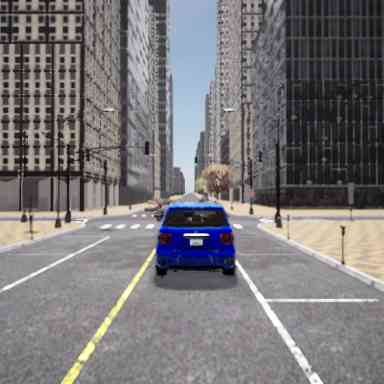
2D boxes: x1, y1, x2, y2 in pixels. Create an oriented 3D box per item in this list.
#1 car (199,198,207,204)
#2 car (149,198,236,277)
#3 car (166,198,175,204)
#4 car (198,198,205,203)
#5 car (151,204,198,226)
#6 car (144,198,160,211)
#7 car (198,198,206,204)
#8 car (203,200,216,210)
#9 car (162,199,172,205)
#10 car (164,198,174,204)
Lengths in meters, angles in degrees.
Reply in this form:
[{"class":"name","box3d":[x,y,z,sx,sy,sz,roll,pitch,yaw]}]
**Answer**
[{"class":"car","box3d":[2.680,2.288,82.178,1.887,1.381,4.507,0,0,0]},{"class":"car","box3d":[0.096,1.335,10.772,2.150,2.045,5.566,0,0,0]},{"class":"car","box3d":[-5.701,2.337,87.857,2.008,1.369,4.403,0,0,0]},{"class":"car","box3d":[2.678,2.352,93.698,1.752,1.417,4.829,0,0,0]},{"class":"car","box3d":[-1.531,1.765,26.988,2.128,1.511,4.902,1,-1,-25]},{"class":"car","box3d":[-5.824,1.992,47.958,1.752,1.417,4.829,0,-1,0]},{"class":"car","box3d":[2.679,2.336,87.852,2.008,1.369,4.403,0,0,0]},{"class":"car","box3d":[2.784,2.067,53.807,2.008,1.369,4.403,0,0,0]},{"class":"car","box3d":[-5.699,2.245,76.507,1.887,1.381,4.507,0,0,0]},{"class":"car","box3d":[-5.700,2.294,82.182,2.008,1.369,4.403,0,0,0]}]
